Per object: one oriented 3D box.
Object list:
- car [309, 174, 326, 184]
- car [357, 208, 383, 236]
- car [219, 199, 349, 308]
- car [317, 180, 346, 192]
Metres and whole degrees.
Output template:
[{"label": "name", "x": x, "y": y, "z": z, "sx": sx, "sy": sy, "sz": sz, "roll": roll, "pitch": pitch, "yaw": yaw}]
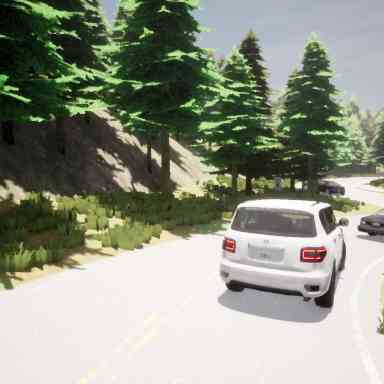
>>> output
[{"label": "car", "x": 22.058, "y": -2.332, "z": 58.234, "sx": 1.882, "sy": 1.535, "sz": 5.008, "roll": 3, "pitch": 6, "yaw": 31}, {"label": "car", "x": 10.131, "y": 1.410, "z": 15.809, "sx": 5.357, "sy": 1.411, "sz": 2.033, "roll": -1, "pitch": 5, "yaw": -32}, {"label": "car", "x": 2.551, "y": 1.198, "z": 8.361, "sx": 2.150, "sy": 2.045, "sz": 5.566, "roll": 3, "pitch": 2, "yaw": 27}, {"label": "car", "x": 16.071, "y": -0.561, "z": 38.911, "sx": 1.882, "sy": 1.535, "sz": 5.008, "roll": -1, "pitch": 5, "yaw": -2}]
